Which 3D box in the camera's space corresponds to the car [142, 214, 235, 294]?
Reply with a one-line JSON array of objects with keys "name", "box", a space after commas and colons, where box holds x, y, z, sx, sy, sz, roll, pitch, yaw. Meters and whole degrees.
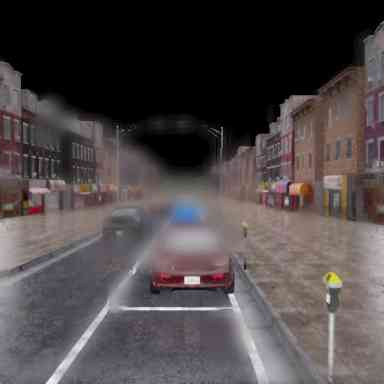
[{"name": "car", "box": [0.003, 1.522, 8.652, 1.812, 1.442, 4.674, 0, 0, 0]}]

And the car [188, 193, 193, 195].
[{"name": "car", "box": [-0.404, 1.302, 36.607, 2.192, 1.841, 5.009, -1, 0, 0]}]

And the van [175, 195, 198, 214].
[{"name": "van", "box": [-0.403, 1.331, 25.542, 1.690, 1.788, 3.998, -1, 0, 0]}]

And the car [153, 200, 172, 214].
[{"name": "car", "box": [-2.993, 1.465, 32.226, 1.882, 1.535, 5.008, 0, 0, 1]}]

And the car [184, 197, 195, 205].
[{"name": "car", "box": [-0.397, 1.562, 58.737, 1.802, 1.307, 4.206, -1, 0, 0]}]

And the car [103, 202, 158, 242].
[{"name": "car", "box": [-3.002, 1.500, 16.468, 1.837, 1.490, 4.892, 0, 1, 0]}]

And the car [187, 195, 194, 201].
[{"name": "car", "box": [-0.398, 1.541, 86.399, 1.947, 1.339, 4.313, -1, 0, 0]}]

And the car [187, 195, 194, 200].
[{"name": "car", "box": [-0.397, 1.541, 91.932, 1.947, 1.339, 4.313, -1, 0, 0]}]
